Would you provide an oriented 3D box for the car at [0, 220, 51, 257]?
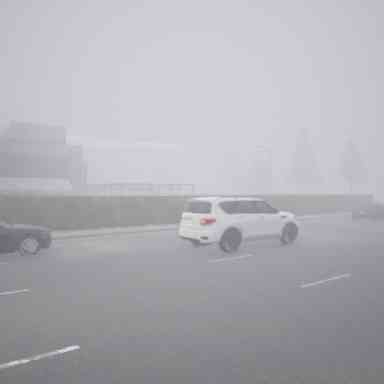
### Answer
[{"bbox_3d":[-7.477,1.477,11.311,5.008,1.535,1.882,0,0,-35],"label":"car"}]

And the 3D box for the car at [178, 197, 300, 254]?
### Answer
[{"bbox_3d":[2.074,1.221,13.818,5.566,2.045,2.150,0,0,-35],"label":"car"}]

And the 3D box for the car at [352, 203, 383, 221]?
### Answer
[{"bbox_3d":[15.011,1.564,27.332,4.181,1.385,1.994,0,0,-35],"label":"car"}]
